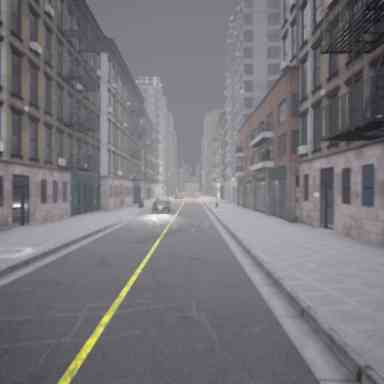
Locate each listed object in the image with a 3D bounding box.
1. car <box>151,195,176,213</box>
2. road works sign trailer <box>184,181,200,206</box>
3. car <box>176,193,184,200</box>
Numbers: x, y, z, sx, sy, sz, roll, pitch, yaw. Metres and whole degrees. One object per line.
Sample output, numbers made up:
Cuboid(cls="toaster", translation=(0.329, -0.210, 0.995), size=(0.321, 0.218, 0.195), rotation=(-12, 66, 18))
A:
Cuboid(cls="car", translation=(-3.087, 1.346, 34.781), size=(2.128, 1.511, 4.902), rotation=(0, 0, 0))
Cuboid(cls="road works sign trailer", translation=(0.014, 0.242, 48.864), size=(2.380, 3.560, 2.880), rotation=(0, 0, 0))
Cuboid(cls="car", translation=(-2.988, 1.058, 74.913), size=(1.837, 1.490, 4.892), rotation=(0, 0, 0))
